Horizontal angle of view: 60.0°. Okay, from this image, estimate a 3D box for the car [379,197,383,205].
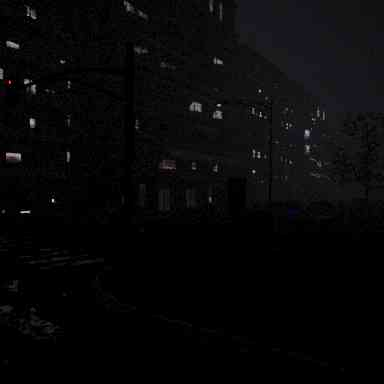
[{"bbox_3d":[47.089,2.151,81.036,2.192,1.841,5.009,1,0,36],"label":"car"}]

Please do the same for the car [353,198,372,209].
[{"bbox_3d":[27.368,1.891,54.328,2.192,1.841,5.009,1,0,36],"label":"car"}]

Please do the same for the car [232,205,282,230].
[{"bbox_3d":[4.359,1.827,23.167,1.947,1.339,4.313,1,0,36],"label":"car"}]

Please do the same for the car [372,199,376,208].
[{"bbox_3d":[30.652,2.202,58.778,1.802,1.307,4.206,1,0,36],"label":"car"}]

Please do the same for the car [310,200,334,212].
[{"bbox_3d":[18.097,1.914,46.121,1.882,1.535,5.008,1,0,36],"label":"car"}]

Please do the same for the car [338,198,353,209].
[{"bbox_3d":[24.071,2.064,54.235,2.033,1.411,5.357,1,0,37],"label":"car"}]

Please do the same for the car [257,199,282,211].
[{"bbox_3d":[10.771,1.743,45.957,1.967,1.590,4.097,1,0,36],"label":"car"}]

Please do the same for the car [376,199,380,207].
[{"bbox_3d":[33.940,2.104,63.230,1.967,1.590,4.097,1,0,36],"label":"car"}]

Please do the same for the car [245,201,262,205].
[{"bbox_3d":[7.483,1.840,41.505,1.802,1.307,4.206,1,0,36],"label":"car"}]

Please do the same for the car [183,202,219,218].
[{"bbox_3d":[0.910,1.712,32.602,1.887,1.381,4.507,1,0,36],"label":"car"}]

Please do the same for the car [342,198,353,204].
[{"bbox_3d":[40.249,2.221,85.883,1.752,1.417,4.829,1,0,36],"label":"car"}]

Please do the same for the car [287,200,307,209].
[{"bbox_3d":[17.343,1.975,54.860,1.802,1.307,4.206,1,0,36],"label":"car"}]

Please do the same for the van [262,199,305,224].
[{"bbox_3d":[7.648,1.648,27.618,1.690,1.788,3.998,1,0,36],"label":"van"}]

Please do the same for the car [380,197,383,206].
[{"bbox_3d":[37.226,2.252,67.681,1.887,1.381,4.507,1,0,36],"label":"car"}]

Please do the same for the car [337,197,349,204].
[{"bbox_3d":[37.064,2.094,81.569,1.967,1.590,4.097,1,0,36],"label":"car"}]

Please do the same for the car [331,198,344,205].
[{"bbox_3d":[33.776,2.177,77.117,1.947,1.339,4.313,1,0,36],"label":"car"}]

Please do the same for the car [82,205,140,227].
[{"bbox_3d":[-5.664,1.626,23.699,2.008,1.369,4.403,1,0,36],"label":"car"}]

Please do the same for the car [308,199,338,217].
[{"bbox_3d":[14.221,1.838,36.522,1.967,1.590,4.097,1,0,36],"label":"car"}]
